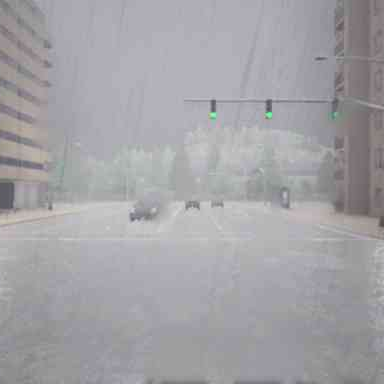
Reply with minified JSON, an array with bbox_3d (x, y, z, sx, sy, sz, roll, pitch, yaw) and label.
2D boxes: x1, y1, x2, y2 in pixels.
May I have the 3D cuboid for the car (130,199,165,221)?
[{"bbox_3d":[-3.599,1.349,26.593,2.097,1.767,4.553,0,0,0],"label":"car"}]

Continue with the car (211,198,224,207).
[{"bbox_3d":[3.788,1.541,49.574,2.033,1.411,5.357,0,0,4],"label":"car"}]

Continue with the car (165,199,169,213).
[{"bbox_3d":[-3.587,1.500,36.375,1.837,1.490,4.892,0,0,0],"label":"car"}]

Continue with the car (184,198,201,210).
[{"bbox_3d":[0.091,1.500,42.812,1.837,1.490,4.892,0,0,0],"label":"car"}]
